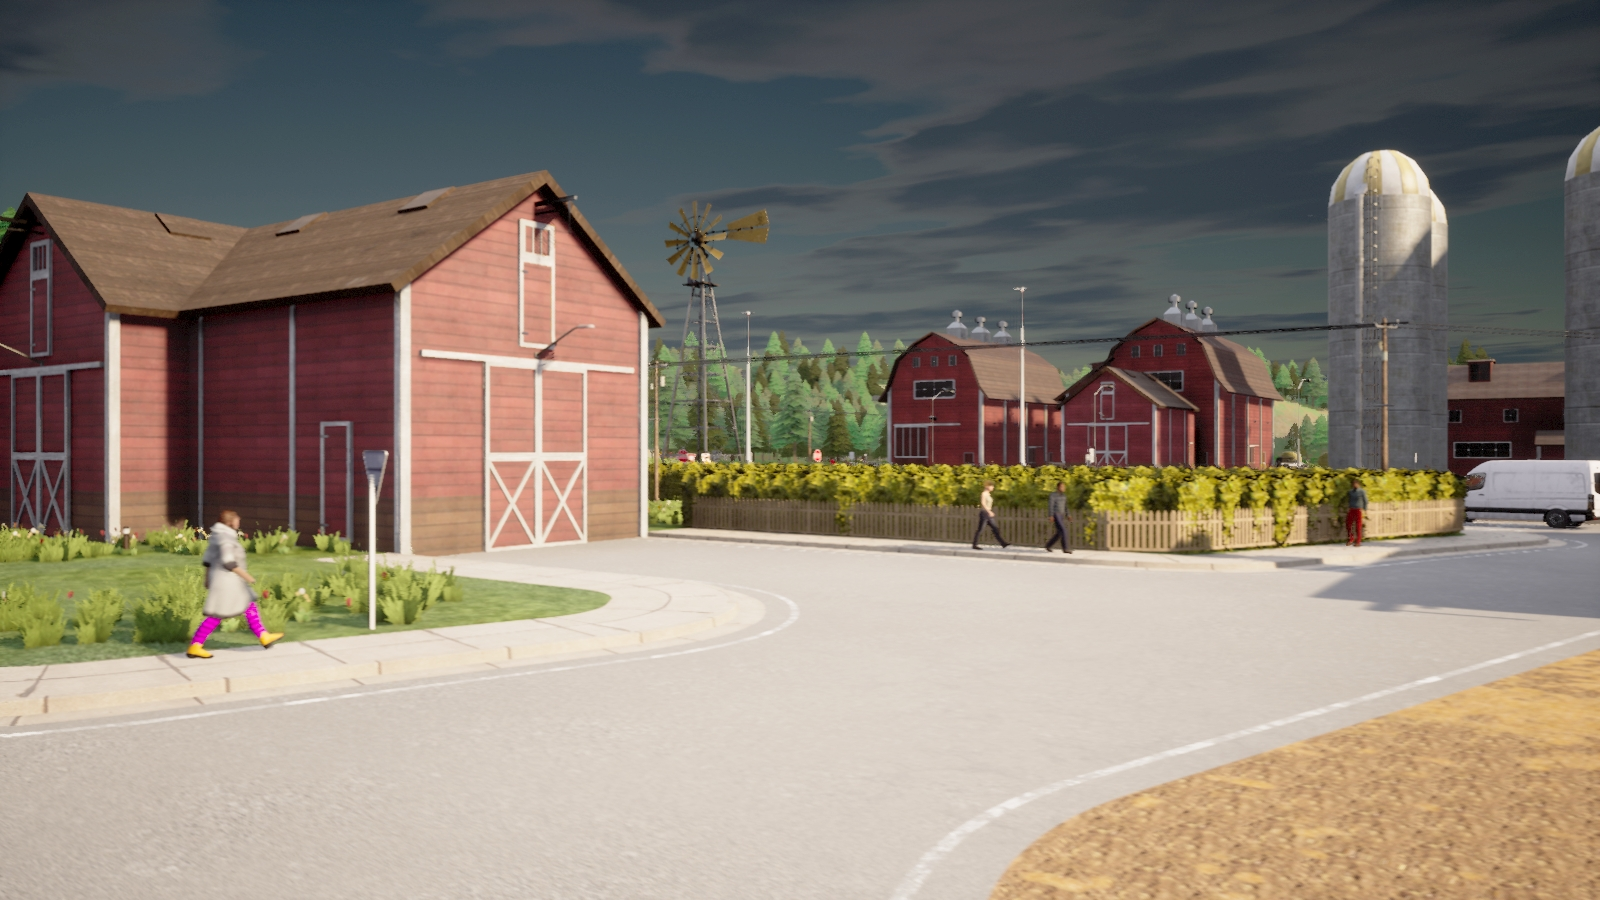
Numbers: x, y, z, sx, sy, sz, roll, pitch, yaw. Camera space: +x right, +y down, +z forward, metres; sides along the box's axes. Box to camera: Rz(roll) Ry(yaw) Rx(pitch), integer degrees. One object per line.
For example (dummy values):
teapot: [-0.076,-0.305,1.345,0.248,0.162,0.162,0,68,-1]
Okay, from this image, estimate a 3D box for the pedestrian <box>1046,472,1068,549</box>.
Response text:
pedestrian: [6.278,1.465,27.943,0.375,1.860,0.375,0,0,-43]

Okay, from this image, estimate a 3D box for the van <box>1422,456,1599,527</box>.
van: [27.661,1.532,44.311,1.988,2.561,5.915,0,0,-41]

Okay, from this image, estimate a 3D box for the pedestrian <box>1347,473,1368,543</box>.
pedestrian: [15.062,1.556,30.881,0.375,1.860,0.375,0,0,-31]

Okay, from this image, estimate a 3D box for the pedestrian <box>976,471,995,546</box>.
pedestrian: [4.681,1.464,28.846,0.375,1.860,0.375,0,0,28]

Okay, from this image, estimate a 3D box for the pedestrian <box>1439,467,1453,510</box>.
pedestrian: [28.277,1.696,50.025,0.375,1.860,0.375,0,0,-31]

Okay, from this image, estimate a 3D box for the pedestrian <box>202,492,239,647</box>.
pedestrian: [-7.150,1.456,14.090,0.375,1.860,0.375,0,0,-32]
